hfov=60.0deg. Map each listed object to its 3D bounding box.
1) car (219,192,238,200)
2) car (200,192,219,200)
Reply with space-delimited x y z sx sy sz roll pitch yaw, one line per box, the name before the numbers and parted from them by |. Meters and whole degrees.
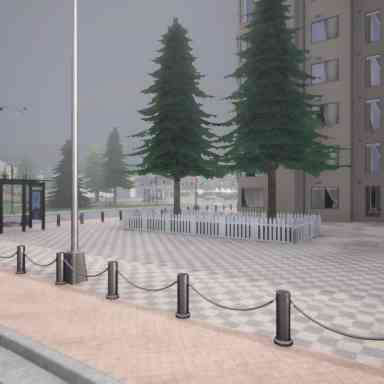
car | 9.519 1.374 84.721 3.633 1.501 1.845 0 0 35
car | 5.155 1.384 91.423 3.806 1.475 1.970 0 0 35
